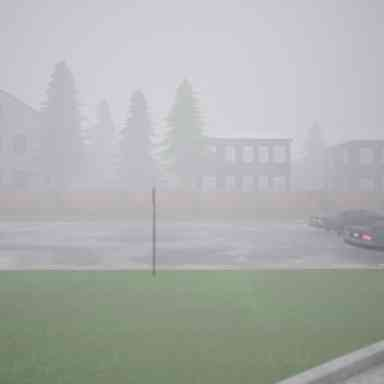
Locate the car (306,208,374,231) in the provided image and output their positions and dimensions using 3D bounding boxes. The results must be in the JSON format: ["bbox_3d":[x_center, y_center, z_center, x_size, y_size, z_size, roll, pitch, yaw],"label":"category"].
[{"bbox_3d":[9.556,1.670,19.406,5.357,1.411,2.033,0,0,-3],"label":"car"}]

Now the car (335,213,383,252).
[{"bbox_3d":[8.515,1.639,12.343,5.357,1.411,2.033,0,0,-3],"label":"car"}]
